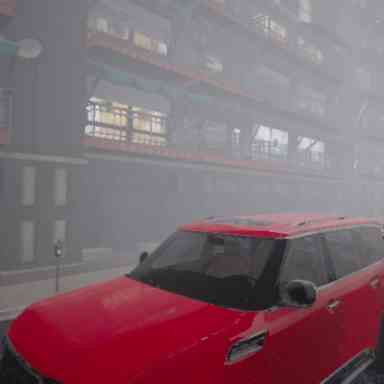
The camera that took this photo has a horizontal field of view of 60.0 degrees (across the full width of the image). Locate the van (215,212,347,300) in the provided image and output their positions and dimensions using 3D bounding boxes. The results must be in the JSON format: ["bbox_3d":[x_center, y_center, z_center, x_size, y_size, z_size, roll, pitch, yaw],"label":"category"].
[{"bbox_3d":[2.662,1.558,9.402,3.998,1.788,1.690,1,-1,-42],"label":"van"}]

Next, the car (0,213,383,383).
[{"bbox_3d":[0.740,1.321,4.051,5.566,2.045,2.150,1,-2,-42],"label":"car"}]
